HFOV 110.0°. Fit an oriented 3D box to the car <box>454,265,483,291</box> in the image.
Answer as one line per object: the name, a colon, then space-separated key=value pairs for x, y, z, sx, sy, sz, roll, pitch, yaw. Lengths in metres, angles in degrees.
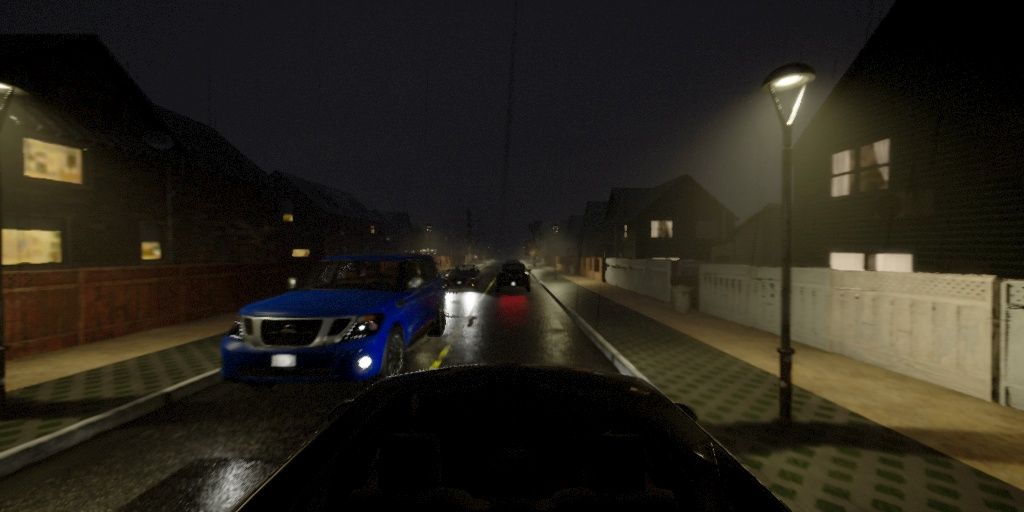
car: x=-2.745 y=1.190 z=20.692 sx=1.994 sy=1.385 sz=4.181 roll=0 pitch=0 yaw=0

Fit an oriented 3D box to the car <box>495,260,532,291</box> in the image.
car: x=0.080 y=1.132 z=20.544 sx=1.837 sy=1.490 sz=4.892 roll=0 pitch=1 yaw=0

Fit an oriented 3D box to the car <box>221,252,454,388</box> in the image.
car: x=-2.788 y=0.938 z=7.188 sx=2.150 sy=2.045 sz=5.566 roll=0 pitch=0 yaw=1
